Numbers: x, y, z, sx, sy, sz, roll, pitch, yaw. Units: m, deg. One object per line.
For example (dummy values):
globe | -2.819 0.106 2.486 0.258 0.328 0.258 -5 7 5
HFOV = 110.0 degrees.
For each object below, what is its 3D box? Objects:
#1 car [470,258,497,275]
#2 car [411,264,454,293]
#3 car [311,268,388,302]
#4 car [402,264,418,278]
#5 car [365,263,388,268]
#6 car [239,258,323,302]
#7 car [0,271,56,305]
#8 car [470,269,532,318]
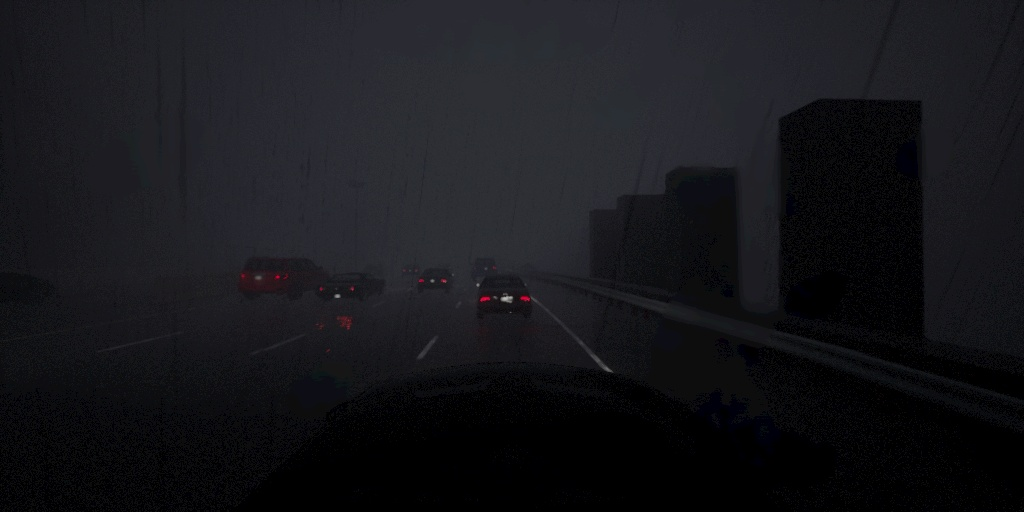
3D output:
car | -2.630 1.179 32.862 2.150 2.045 5.566 0 0 -9
car | -4.687 1.442 22.344 2.033 1.411 5.357 0 0 -6
car | -7.775 1.473 17.831 1.895 1.301 4.718 0 0 -5
car | -10.883 1.564 38.991 2.033 1.411 5.357 0 0 -12
car | -14.123 1.504 37.223 2.128 1.511 4.902 0 0 -11
car | -11.299 1.105 18.349 2.150 2.045 5.566 0 0 -5
car | -21.655 1.388 14.265 1.837 1.490 4.892 0 -1 -4
car | -0.356 1.374 13.386 2.033 1.411 5.357 0 0 -3
